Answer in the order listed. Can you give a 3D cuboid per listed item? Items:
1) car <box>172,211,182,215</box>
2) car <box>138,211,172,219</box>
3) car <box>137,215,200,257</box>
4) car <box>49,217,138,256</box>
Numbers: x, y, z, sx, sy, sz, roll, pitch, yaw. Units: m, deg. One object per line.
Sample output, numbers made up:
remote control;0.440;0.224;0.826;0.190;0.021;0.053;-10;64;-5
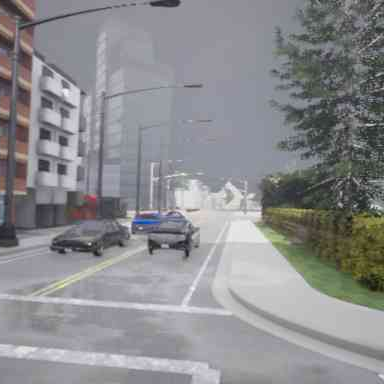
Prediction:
car;-1.882;2.778;35.103;1.812;1.442;4.674;1;-2;8
car;-3.186;2.334;25.399;1.882;1.535;5.008;1;-2;8
car;-0.752;2.068;15.843;2.128;1.511;4.902;1;-2;8
car;-4.482;2.007;15.663;2.033;1.411;5.357;1;-2;8
